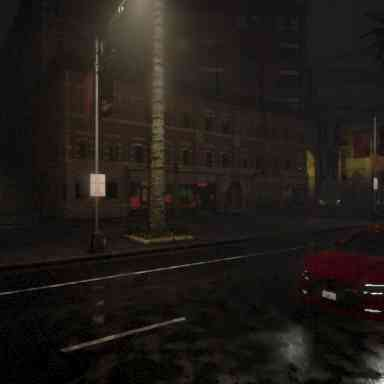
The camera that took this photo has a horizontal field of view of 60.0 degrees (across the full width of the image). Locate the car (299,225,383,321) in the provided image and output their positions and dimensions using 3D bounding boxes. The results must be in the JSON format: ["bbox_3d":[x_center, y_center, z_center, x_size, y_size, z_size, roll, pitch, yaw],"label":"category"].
[{"bbox_3d":[4.362,1.477,7.098,5.008,1.535,1.882,0,0,-35],"label":"car"}]
